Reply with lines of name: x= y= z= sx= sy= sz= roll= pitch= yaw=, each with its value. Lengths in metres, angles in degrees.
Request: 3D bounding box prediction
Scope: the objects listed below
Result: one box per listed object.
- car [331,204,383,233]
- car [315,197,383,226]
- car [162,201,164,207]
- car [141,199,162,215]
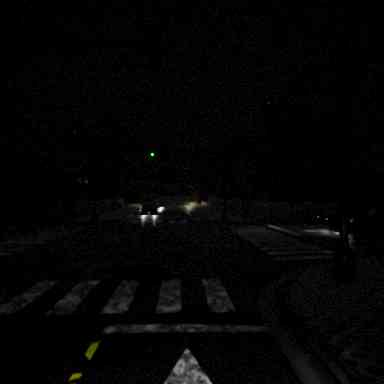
car: x=11.166 y=1.624 z=19.825 sx=4.674 sy=1.442 sz=1.812 roll=0 pitch=-1 yaw=-1
car: x=11.517 y=1.368 z=23.085 sx=5.566 sy=2.045 sz=2.150 roll=0 pitch=-1 yaw=0
car: x=-6.091 y=1.993 z=59.895 sx=2.128 sy=1.511 sz=4.902 roll=0 pitch=0 yaw=-4
car: x=-4.912 y=1.878 z=38.854 sx=2.033 sy=1.411 sz=5.357 roll=0 pitch=0 yaw=-5
